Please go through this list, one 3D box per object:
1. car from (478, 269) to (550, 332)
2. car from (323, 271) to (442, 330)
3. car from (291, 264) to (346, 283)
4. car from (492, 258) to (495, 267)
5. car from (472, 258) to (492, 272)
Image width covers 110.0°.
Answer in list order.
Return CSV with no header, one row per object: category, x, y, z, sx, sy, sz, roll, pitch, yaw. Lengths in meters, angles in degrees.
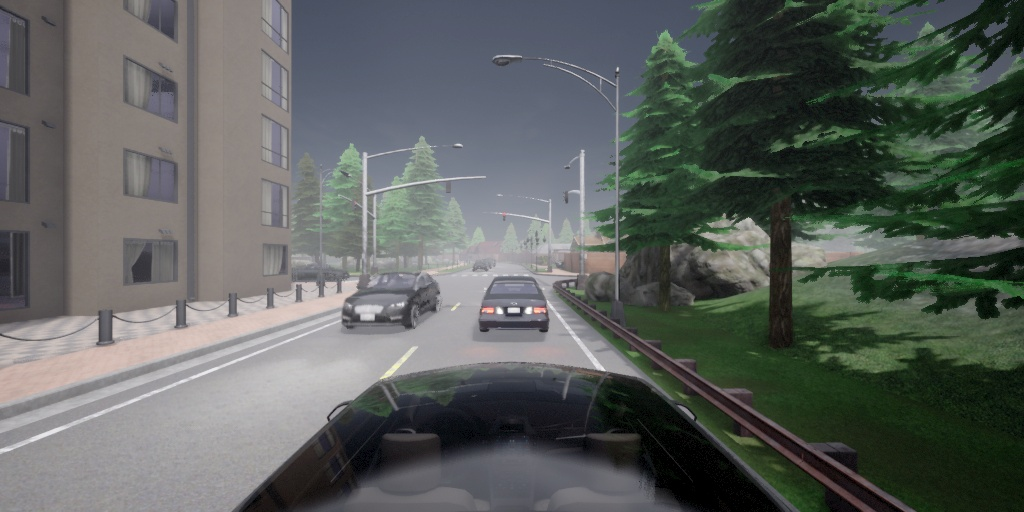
car,0.066,1.297,10.778,2.033,1.411,5.357,0,0,1
car,-3.512,1.241,11.268,2.128,1.511,4.902,0,0,1
car,-14.652,1.298,27.281,4.181,1.385,1.994,0,0,-2
car,-4.068,1.225,55.802,1.837,1.490,4.892,0,0,0
car,-4.012,1.225,46.336,1.837,1.490,4.892,0,0,0
